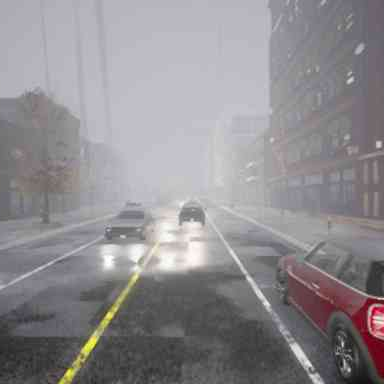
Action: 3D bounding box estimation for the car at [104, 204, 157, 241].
[{"bbox_3d":[-3.009,1.583,17.229,2.033,1.411,5.357,0,0,0],"label":"car"}]

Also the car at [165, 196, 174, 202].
[{"bbox_3d":[-5.677,1.747,84.939,1.947,1.339,4.313,1,0,0],"label":"car"}]

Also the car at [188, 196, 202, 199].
[{"bbox_3d":[0.088,1.571,45.743,1.882,1.535,5.008,0,0,0],"label":"car"}]

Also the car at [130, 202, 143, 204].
[{"bbox_3d":[-5.678,1.651,33.759,1.802,1.307,4.206,1,0,0],"label":"car"}]

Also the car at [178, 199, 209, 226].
[{"bbox_3d":[0.023,1.556,24.190,1.837,1.490,4.892,0,0,0],"label":"car"}]

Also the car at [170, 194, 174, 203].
[{"bbox_3d":[-5.678,1.721,73.566,1.947,1.339,4.313,1,0,0],"label":"car"}]

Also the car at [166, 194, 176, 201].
[{"bbox_3d":[-5.672,1.510,90.626,2.192,1.841,5.009,1,0,0],"label":"car"}]

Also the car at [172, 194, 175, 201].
[{"bbox_3d":[-5.675,1.608,79.253,1.967,1.590,4.097,1,0,0],"label":"car"}]

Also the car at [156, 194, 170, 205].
[{"bbox_3d":[-5.675,1.570,62.192,1.967,1.590,4.097,1,0,0],"label":"car"}]

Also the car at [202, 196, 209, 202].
[{"bbox_3d":[2.703,1.667,68.110,1.752,1.417,4.829,1,0,0],"label":"car"}]

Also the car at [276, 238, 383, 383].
[{"bbox_3d":[2.705,1.451,5.387,1.967,1.590,4.097,1,0,0],"label":"car"}]

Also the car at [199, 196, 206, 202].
[{"bbox_3d":[2.703,1.763,85.000,1.802,1.307,4.206,1,0,0],"label":"car"}]
